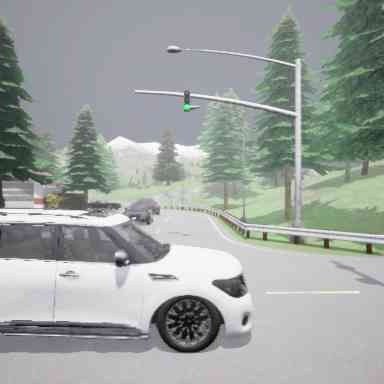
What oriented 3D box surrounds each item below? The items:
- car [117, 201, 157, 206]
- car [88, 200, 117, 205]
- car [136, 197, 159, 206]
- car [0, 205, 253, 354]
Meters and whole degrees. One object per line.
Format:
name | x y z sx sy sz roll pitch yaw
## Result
car | -3.902 1.568 24.160 1.994 1.385 4.181 0 0 -2
car | -11.251 1.614 41.713 4.718 1.301 1.895 0 0 14
car | -4.703 1.357 33.953 2.097 1.767 4.553 0 0 -19
car | -1.810 1.345 5.630 5.566 2.045 2.150 1 0 -1
